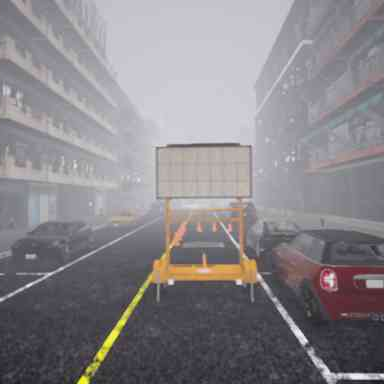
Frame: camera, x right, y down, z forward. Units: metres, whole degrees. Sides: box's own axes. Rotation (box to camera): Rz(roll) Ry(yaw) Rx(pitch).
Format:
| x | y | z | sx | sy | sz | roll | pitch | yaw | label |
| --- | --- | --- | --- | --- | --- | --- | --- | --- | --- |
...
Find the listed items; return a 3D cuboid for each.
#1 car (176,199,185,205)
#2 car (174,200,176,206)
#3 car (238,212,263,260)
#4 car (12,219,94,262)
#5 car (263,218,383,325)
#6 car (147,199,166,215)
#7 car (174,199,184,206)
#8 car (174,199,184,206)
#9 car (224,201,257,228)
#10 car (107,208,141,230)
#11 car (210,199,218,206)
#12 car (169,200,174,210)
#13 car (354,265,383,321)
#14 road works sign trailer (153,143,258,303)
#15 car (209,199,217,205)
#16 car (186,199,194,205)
| x | y | z | sx | sy | sz | roll | pitch | yaw | label |
| --- | --- | --- | --- | --- | --- | --- | --- | --- | --- |
| -2.965 | 2.648 | 86.352 | 1.887 | 1.381 | 4.507 | 0 | -1 | 2 | car |
| -4.012 | 2.280 | 52.552 | 1.802 | 1.307 | 4.206 | 0 | -1 | 2 | car |
| 3.145 | 1.687 | 12.856 | 2.008 | 1.369 | 4.403 | 0 | -1 | 2 | car |
| -5.232 | 1.783 | 13.117 | 1.947 | 1.339 | 4.313 | 0 | -1 | 2 | car |
| 2.970 | 1.507 | 7.225 | 1.967 | 1.590 | 4.097 | 0 | -1 | 2 | car |
| -4.361 | 2.001 | 41.287 | 1.967 | 1.590 | 4.097 | 0 | -1 | 2 | car |
| -3.141 | 2.476 | 80.719 | 1.967 | 1.590 | 4.097 | 0 | -1 | 2 | car |
| -3.315 | 2.284 | 75.088 | 2.192 | 1.841 | 5.009 | 0 | -1 | 2 | car |
| 3.492 | 1.590 | 24.126 | 2.192 | 1.841 | 5.009 | 0 | -1 | 2 | car |
| -4.888 | 1.879 | 24.215 | 1.752 | 1.417 | 4.829 | 0 | -1 | 2 | car |
| 5.067 | 2.416 | 74.993 | 1.752 | 1.417 | 4.829 | 0 | -1 | 2 | car |
| -4.187 | 1.944 | 46.922 | 2.192 | 1.841 | 5.009 | 0 | -1 | 2 | car |
| 2.796 | 1.541 | 1.590 | 1.887 | 1.381 | 4.507 | 0 | -1 | 2 | car |
| 0.305 | 0.571 | 8.452 | 2.380 | 3.560 | 2.880 | -1 | -1 | 2 | road works sign trailer |
| 5.411 | 2.568 | 86.089 | 1.887 | 1.381 | 4.507 | 0 | -1 | 2 | car |
| -0.399 | 2.537 | 82.347 | 1.837 | 1.490 | 4.892 | -1 | -1 | 2 | car |
